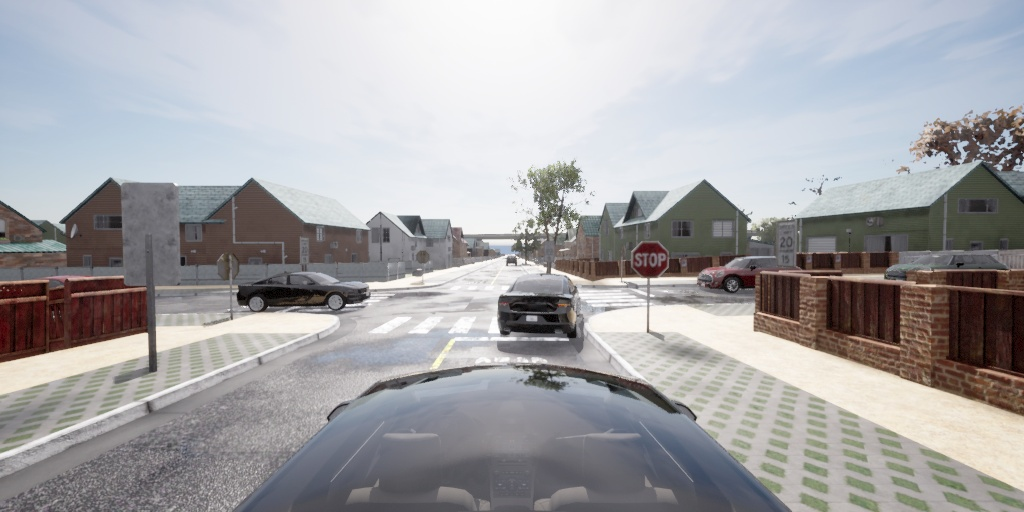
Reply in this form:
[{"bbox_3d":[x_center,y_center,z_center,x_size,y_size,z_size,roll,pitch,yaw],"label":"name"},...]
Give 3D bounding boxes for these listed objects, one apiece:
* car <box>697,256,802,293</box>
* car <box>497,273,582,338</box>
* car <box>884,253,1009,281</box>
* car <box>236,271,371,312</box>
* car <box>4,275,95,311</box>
[{"bbox_3d":[11.790,0.820,17.924,4.553,1.767,2.097,-1,2,0],"label":"car"},{"bbox_3d":[0.949,1.224,10.303,1.882,1.535,5.008,0,0,12],"label":"car"},{"bbox_3d":[21.685,0.646,18.006,4.553,1.767,2.097,-1,2,0],"label":"car"},{"bbox_3d":[-8.482,1.376,14.820,5.008,1.535,1.882,-1,2,0],"label":"car"},{"bbox_3d":[-18.035,1.546,14.747,5.008,1.535,1.882,-1,2,0],"label":"car"}]
